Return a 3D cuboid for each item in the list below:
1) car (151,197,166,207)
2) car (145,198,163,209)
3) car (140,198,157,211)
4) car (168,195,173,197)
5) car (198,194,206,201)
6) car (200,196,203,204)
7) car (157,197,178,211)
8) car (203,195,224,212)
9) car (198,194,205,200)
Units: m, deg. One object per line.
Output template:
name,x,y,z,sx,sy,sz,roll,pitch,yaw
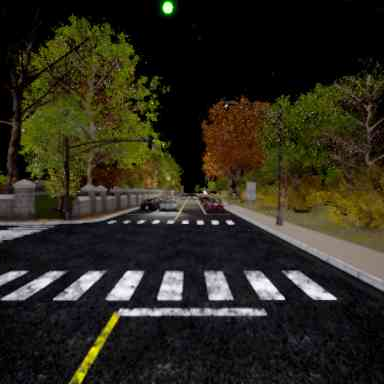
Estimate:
car,-5.316,1.549,52.712,1.947,1.339,4.313,-1,0,0
car,-5.317,1.551,47.024,1.947,1.339,4.313,-1,0,0
car,-5.320,1.552,41.337,1.947,1.339,4.313,-1,0,0
car,-5.312,1.533,81.156,2.008,1.369,4.403,-1,0,0
car,2.566,1.548,64.085,1.947,1.339,4.313,-1,0,0
car,2.563,1.530,47.019,1.887,1.381,4.507,-1,0,0
car,-2.743,1.589,39.929,1.895,1.301,4.718,0,0,0
car,2.615,1.428,38.319,1.967,1.590,4.097,-1,0,0
car,2.568,1.424,92.528,1.967,1.590,4.097,-1,0,0
